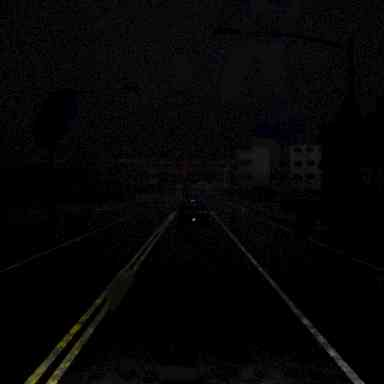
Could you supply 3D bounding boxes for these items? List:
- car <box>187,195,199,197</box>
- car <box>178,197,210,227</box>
[{"bbox_3d":[0.114,1.095,39.275,2.097,1.767,4.553,0,0,0],"label":"car"},{"bbox_3d":[0.110,1.343,21.289,2.128,1.511,4.902,0,1,0],"label":"car"}]
